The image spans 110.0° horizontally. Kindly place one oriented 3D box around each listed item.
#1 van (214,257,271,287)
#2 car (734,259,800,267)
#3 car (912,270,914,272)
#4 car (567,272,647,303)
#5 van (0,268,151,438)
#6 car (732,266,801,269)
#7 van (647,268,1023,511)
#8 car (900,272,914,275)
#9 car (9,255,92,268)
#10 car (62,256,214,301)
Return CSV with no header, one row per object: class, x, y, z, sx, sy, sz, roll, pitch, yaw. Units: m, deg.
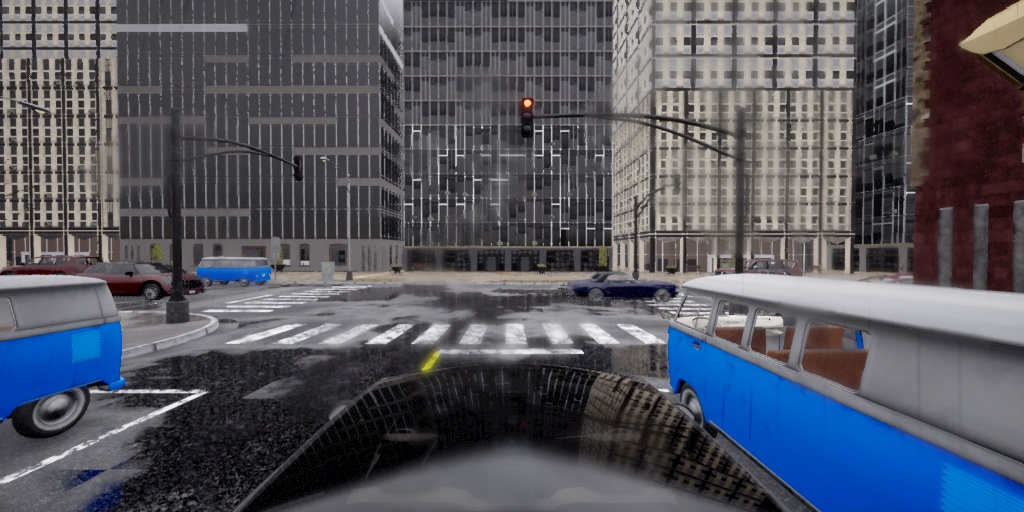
van,-17.246,0.951,22.238,3.998,1.789,1.690,0,0,0
car,15.143,1.089,22.190,5.009,1.841,2.192,0,0,0
car,25.144,1.088,19.568,5.566,2.045,2.150,1,1,0
car,4.987,1.403,16.403,4.718,1.301,1.895,0,1,0
van,-5.695,1.090,2.786,1.690,1.789,3.998,0,0,0
car,13.636,1.404,19.586,4.718,1.301,1.895,0,1,0
van,2.686,1.090,2.795,1.690,1.789,3.998,0,0,0
car,15.129,1.437,13.810,4.507,1.381,1.888,0,0,0
car,-28.292,0.875,22.254,5.009,1.841,2.192,0,0,0
car,-16.916,1.046,16.433,4.553,1.767,2.097,0,1,0
